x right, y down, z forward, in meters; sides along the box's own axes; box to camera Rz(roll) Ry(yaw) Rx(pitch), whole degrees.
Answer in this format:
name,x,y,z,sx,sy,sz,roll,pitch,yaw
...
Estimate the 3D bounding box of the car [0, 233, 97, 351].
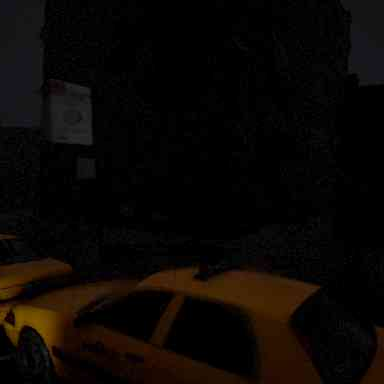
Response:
name,x,y,z,sx,sy,sz,roll,pitch,yaw
car,-4.499,1.473,6.763,5.366,1.575,1.946,0,0,36
